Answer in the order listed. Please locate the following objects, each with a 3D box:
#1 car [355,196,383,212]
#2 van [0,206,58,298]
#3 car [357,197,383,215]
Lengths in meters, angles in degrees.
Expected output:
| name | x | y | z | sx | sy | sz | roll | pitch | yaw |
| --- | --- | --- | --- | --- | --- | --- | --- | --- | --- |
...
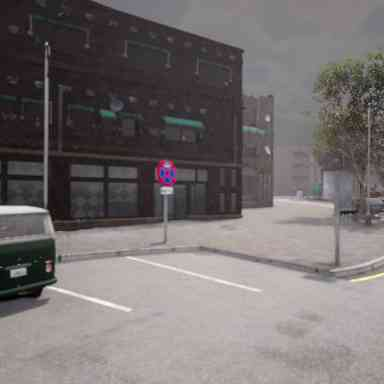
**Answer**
| name | x | y | z | sx | sy | sz | roll | pitch | yaw |
| --- | --- | --- | --- | --- | --- | --- | --- | --- | --- |
| car | 20.424 | 1.253 | 37.108 | 2.128 | 1.511 | 4.902 | 0 | 1 | 2 |
| van | -5.016 | 1.278 | 7.500 | 4.442 | 1.987 | 1.878 | -1 | -1 | 36 |
| car | 17.373 | 1.380 | 32.084 | 1.837 | 1.490 | 4.892 | 0 | 1 | 8 |
